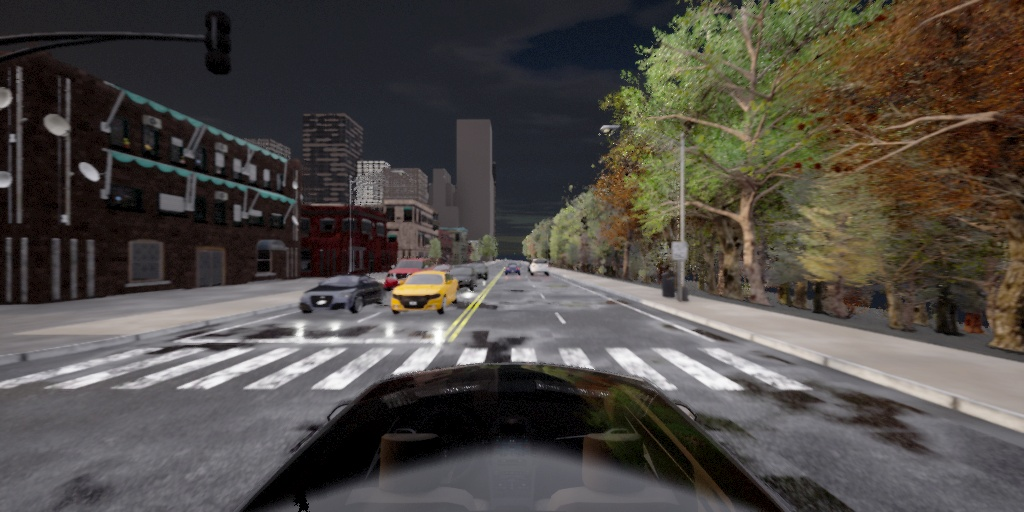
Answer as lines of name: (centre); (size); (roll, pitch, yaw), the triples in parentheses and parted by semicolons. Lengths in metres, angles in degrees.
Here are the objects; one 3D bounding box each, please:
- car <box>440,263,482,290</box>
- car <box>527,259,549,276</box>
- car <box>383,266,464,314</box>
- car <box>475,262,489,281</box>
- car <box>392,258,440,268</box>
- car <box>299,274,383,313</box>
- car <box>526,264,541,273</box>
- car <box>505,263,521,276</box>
car: (-3.346, 1.463, 24.317); (1.837, 1.490, 4.892); (0, -1, 0)
car: (3.360, 1.364, 44.286); (2.150, 2.045, 5.566); (0, -1, 0)
car: (-3.348, 1.347, 14.627); (1.882, 1.535, 5.008); (0, -1, 0)
car: (-3.332, 1.404, 34.555); (2.097, 1.767, 4.553); (0, -1, 0)
car: (-6.598, 1.174, 24.028); (2.150, 2.045, 5.566); (0, 0, 0)
car: (-6.598, 1.431, 14.423); (1.994, 1.385, 4.181); (0, 0, 0)
car: (3.263, 1.840, 54.995); (1.895, 1.301, 4.718); (0, -1, 0)
car: (0.107, 1.676, 45.132); (1.812, 1.442, 4.674); (0, -1, 0)
